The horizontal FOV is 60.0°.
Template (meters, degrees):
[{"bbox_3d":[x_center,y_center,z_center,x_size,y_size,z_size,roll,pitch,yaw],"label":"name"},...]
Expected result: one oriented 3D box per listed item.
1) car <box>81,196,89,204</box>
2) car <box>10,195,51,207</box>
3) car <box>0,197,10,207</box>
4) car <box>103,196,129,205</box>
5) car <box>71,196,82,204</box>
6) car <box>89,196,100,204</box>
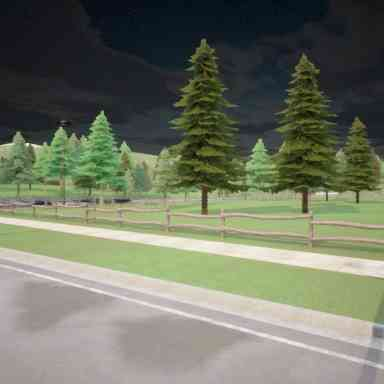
[{"bbox_3d":[-18.491,1.563,64.097,1.994,1.385,4.181,0,0,36],"label":"car"},{"bbox_3d":[-22.299,1.352,46.607,2.097,1.767,4.553,0,0,35],"label":"car"},{"bbox_3d":[-25.596,1.600,48.004,1.895,1.301,4.718,0,0,35],"label":"car"},{"bbox_3d":[-13.411,1.504,59.228,1.837,1.490,4.892,0,0,35],"label":"car"},{"bbox_3d":[-21.541,1.495,65.780,2.128,1.511,4.902,0,0,35],"label":"car"},{"bbox_3d":[-15.859,1.547,61.800,2.033,1.411,5.357,0,0,35],"label":"car"}]
